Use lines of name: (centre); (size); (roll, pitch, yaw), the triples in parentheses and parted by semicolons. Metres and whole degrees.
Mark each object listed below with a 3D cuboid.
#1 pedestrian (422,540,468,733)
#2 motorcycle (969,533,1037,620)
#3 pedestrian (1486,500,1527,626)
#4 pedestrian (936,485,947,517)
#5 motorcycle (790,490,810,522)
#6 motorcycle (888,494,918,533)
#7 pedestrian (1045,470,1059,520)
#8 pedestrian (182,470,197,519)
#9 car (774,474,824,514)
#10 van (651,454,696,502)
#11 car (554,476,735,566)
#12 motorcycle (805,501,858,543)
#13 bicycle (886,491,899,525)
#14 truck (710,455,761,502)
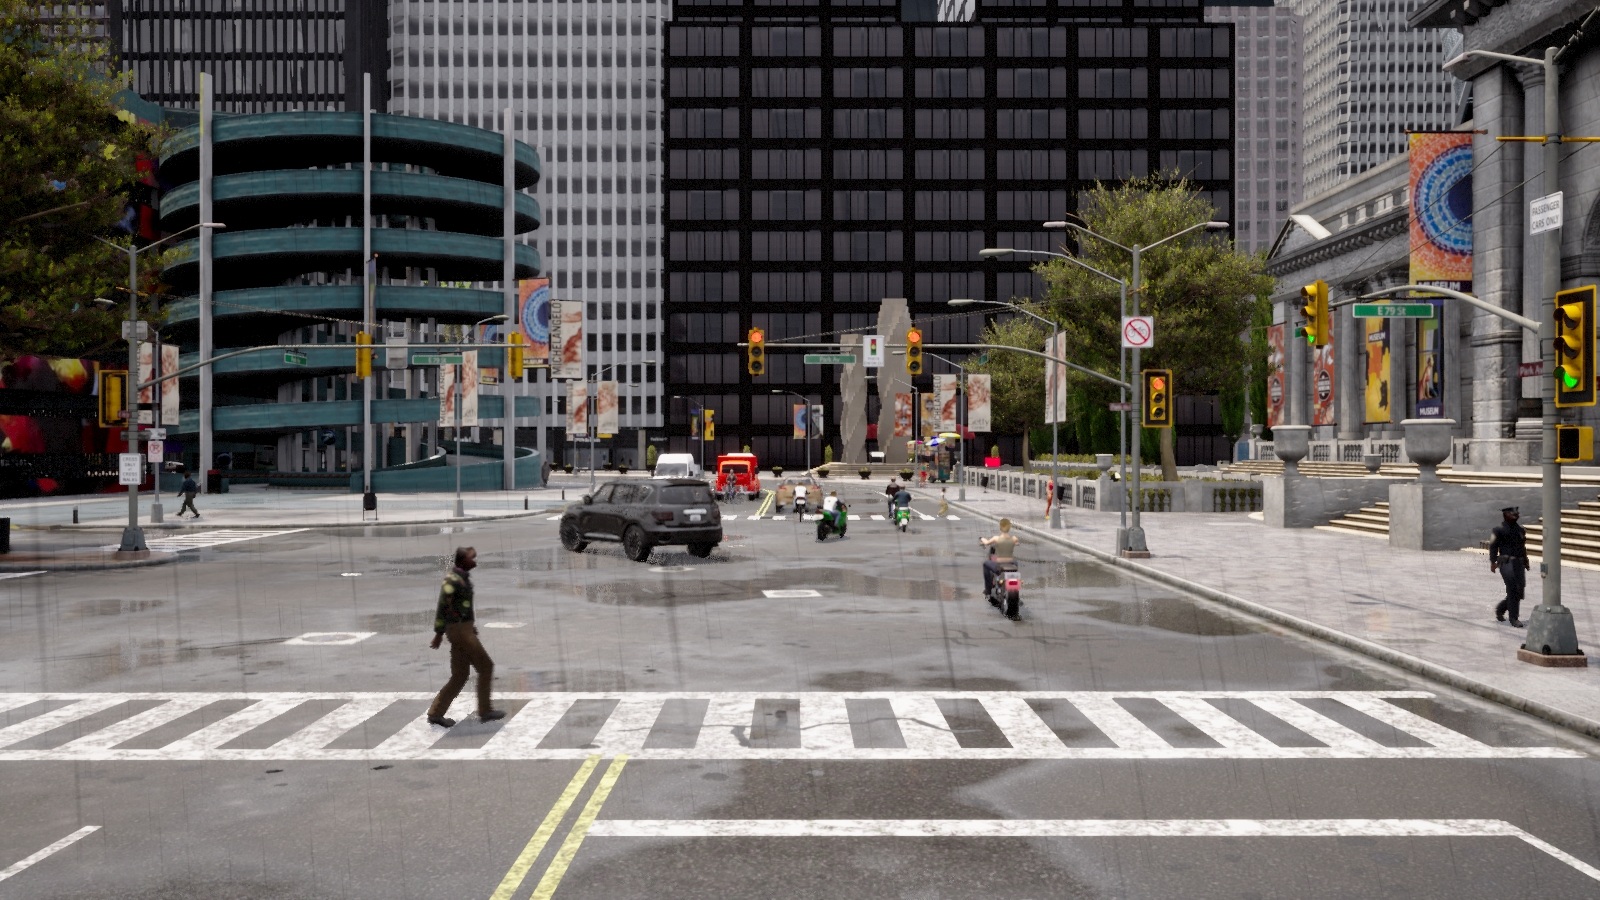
pedestrian: (-3.535, 1.843, 11.391); (0.375, 1.860, 0.375); (0, 0, -6)
motorcycle: (3.500, 2.162, 19.921); (0.764, 1.277, 2.356); (0, 0, 0)
pedestrian: (10.656, 1.689, 17.233); (0.375, 1.860, 0.375); (0, 0, -2)
pedestrian: (5.855, 2.111, 47.227); (0.375, 1.300, 0.375); (0, 0, 15)
motorcycle: (-0.002, 2.195, 45.077); (0.803, 1.145, 2.033); (0, 0, 0)
motorcycle: (3.525, 2.166, 39.279); (0.856, 1.236, 1.805); (0, 0, 0)
pedestrian: (9.417, 1.680, 42.666); (0.375, 1.860, 0.375); (0, 0, -17)
pedestrian: (-23.045, 1.679, 43.116); (0.375, 1.860, 0.375); (0, 0, 5)
car: (-0.017, 1.971, 52.374); (2.152, 1.651, 5.027); (0, 0, 1)
van: (-7.042, 1.510, 64.165); (1.988, 2.561, 5.915); (0, 0, -1)
car: (-4.233, 1.768, 30.254); (2.150, 2.045, 5.566); (0, 0, -39)
motorcycle: (0.984, 2.200, 35.261); (0.803, 1.145, 2.033); (0, 0, 28)
bicycle: (3.501, 2.193, 43.360); (0.329, 1.171, 1.835); (0, 0, 0)
truck: (-3.541, 1.543, 64.074); (2.627, 2.467, 5.204); (0, 0, -1)
